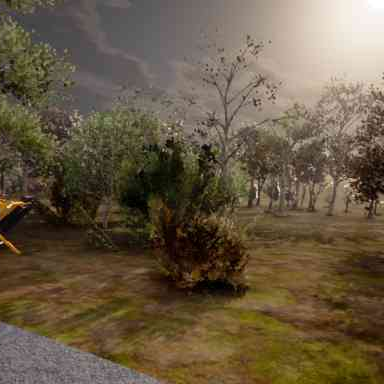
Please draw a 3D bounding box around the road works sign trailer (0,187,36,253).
[{"bbox_3d":[-7.411,1.194,13.061,2.880,2.380,3.560,46,-7,-7],"label":"road works sign trailer"}]
